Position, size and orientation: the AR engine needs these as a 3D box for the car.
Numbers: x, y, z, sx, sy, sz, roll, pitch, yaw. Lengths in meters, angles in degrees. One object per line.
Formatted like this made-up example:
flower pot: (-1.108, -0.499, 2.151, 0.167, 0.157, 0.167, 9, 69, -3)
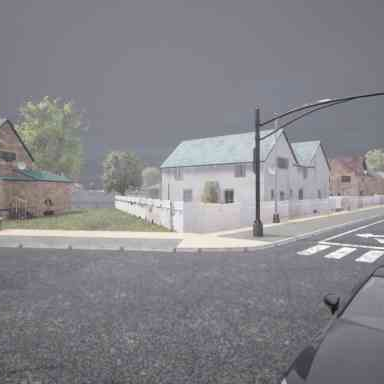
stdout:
car: (2.565, 1.524, 3.471, 1.812, 1.442, 4.674, 0, 0, 42)
